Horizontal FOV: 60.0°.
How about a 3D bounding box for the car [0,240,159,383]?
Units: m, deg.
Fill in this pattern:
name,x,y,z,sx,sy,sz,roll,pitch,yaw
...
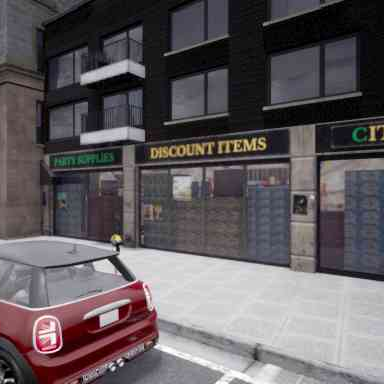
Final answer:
name,x,y,z,sx,sy,sz,roll,pitch,yaw
car,-2.509,1.440,4.872,4.097,1.590,1.967,0,0,36
